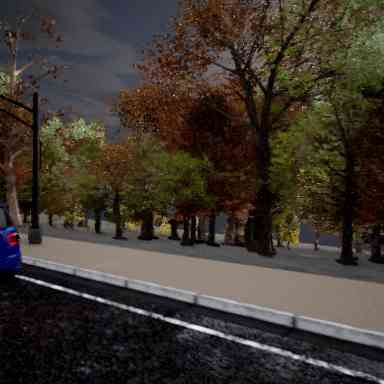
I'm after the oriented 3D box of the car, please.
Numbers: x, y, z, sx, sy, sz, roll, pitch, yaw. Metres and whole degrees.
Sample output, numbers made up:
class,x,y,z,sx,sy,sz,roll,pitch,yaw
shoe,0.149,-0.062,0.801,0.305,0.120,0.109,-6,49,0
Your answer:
class,x,y,z,sx,sy,sz,roll,pitch,yaw
car,-6.498,1.217,8.311,5.566,2.045,2.150,0,0,35
